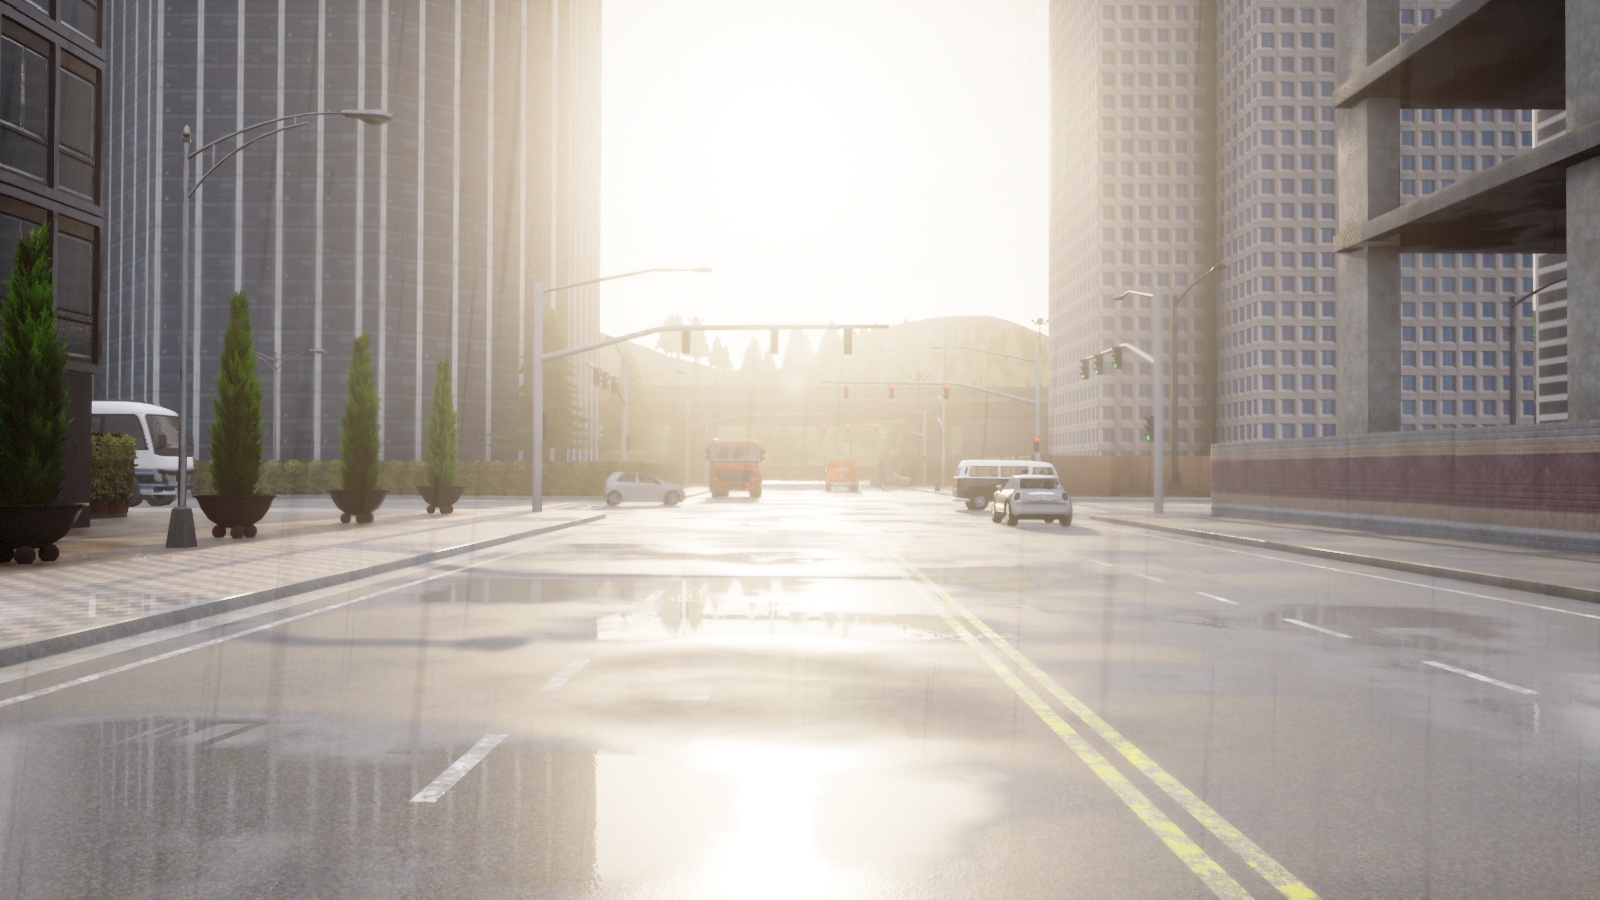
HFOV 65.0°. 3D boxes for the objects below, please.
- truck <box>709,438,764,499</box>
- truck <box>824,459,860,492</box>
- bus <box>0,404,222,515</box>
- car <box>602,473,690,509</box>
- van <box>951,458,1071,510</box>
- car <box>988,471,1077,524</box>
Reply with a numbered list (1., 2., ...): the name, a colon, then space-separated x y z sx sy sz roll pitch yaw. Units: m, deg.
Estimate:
1. truck: -3.695 1.104 74.778 2.891 3.462 7.936 0 -1 0
2. truck: 3.248 1.962 97.989 2.627 2.467 5.204 0 -1 0
3. bus: -29.224 0.401 50.326 10.273 4.253 3.944 0 -1 -1
4. car: -6.755 1.778 54.871 3.633 1.501 1.845 0 -1 -14
5. van: 8.510 1.359 50.845 4.480 2.038 2.069 0 -1 -1
6. car: 6.904 1.385 37.640 1.970 1.475 3.806 0 -1 0
